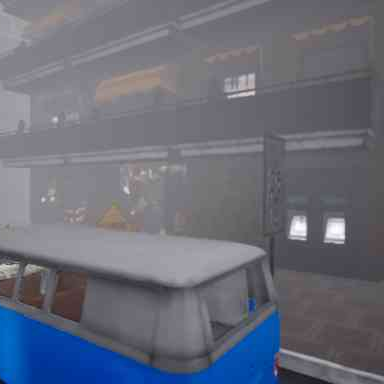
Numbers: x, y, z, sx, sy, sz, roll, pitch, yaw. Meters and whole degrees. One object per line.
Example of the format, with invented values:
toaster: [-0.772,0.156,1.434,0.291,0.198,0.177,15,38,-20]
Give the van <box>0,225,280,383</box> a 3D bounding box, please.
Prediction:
van: [-1.077,1.332,3.619,3.998,1.788,1.690,0,1,35]

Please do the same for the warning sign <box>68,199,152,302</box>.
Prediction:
warning sign: [-1.695,1.097,6.985,1.060,1.860,1.300,1,0,35]
